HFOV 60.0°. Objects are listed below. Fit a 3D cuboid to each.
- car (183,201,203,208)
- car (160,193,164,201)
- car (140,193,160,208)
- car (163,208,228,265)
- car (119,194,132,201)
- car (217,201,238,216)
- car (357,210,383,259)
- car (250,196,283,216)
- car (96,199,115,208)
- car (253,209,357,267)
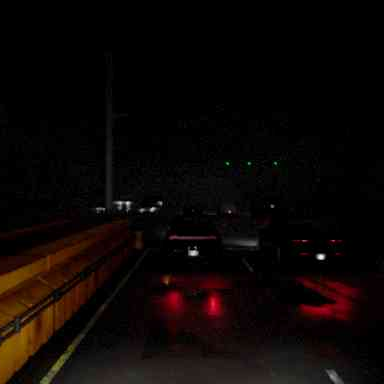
[{"bbox_3d":[0.098,1.647,34.578,1.882,1.535,5.008,0,0,0],"label":"car"},{"bbox_3d":[-6.955,1.048,69.970,1.882,1.535,5.008,0,4,0],"label":"car"},{"bbox_3d":[-7.056,1.459,54.280,2.150,2.045,5.566,0,0,0],"label":"car"},{"bbox_3d":[0.003,1.550,11.932,2.128,1.511,4.902,0,0,-1],"label":"car"},{"bbox_3d":[-13.955,1.096,69.993,1.812,1.442,4.674,0,4,0],"label":"car"},{"bbox_3d":[3.586,1.692,34.052,1.812,1.442,4.674,0,0,0],"label":"car"},{"bbox_3d":[7.087,1.411,11.848,2.097,1.767,4.553,0,0,0],"label":"car"},{"bbox_3d":[7.098,1.378,32.075,2.150,2.045,5.566,0,0,0],"label":"car"},{"bbox_3d":[-14.052,1.782,54.411,2.033,1.411,5.357,0,0,0],"label":"car"},{"bbox_3d":[3.587,1.562,11.660,1.837,1.490,4.892,0,0,0],"label":"car"}]
